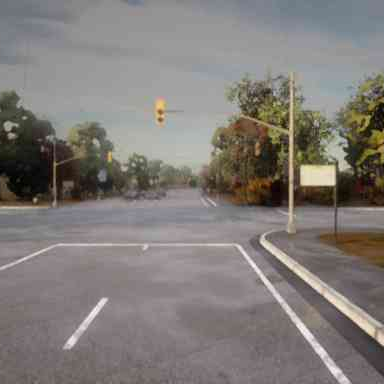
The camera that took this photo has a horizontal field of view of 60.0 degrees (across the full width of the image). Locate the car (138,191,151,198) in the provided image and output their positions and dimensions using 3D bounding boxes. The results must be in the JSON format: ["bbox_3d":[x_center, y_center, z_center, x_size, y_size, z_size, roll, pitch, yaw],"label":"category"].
[{"bbox_3d":[-10.373,0.440,72.947,2.033,1.411,5.357,0,1,0],"label":"car"}]

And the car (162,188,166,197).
[{"bbox_3d":[-6.873,0.126,72.881,2.150,2.045,5.566,0,1,0],"label":"car"}]

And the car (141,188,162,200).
[{"bbox_3d":[-6.967,0.486,57.528,2.097,1.767,4.553,0,1,1],"label":"car"}]

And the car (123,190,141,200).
[{"bbox_3d":[-10.464,0.487,57.490,2.097,1.767,4.553,0,1,1],"label":"car"}]
